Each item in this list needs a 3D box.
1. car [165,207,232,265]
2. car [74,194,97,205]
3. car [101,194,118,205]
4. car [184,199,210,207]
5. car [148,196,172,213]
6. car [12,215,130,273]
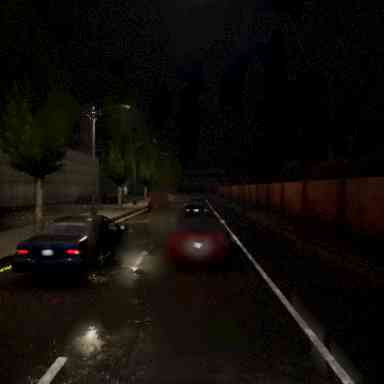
[{"bbox_3d":[0.211,1.429,11.218,1.994,1.385,4.181,0,1,1],"label":"car"},{"bbox_3d":[-14.519,1.022,45.451,1.994,1.385,4.181,0,1,1],"label":"car"},{"bbox_3d":[-11.019,1.021,45.528,1.994,1.385,4.181,0,1,1],"label":"car"},{"bbox_3d":[0.380,1.246,25.193,2.033,1.411,5.357,0,1,1],"label":"car"},{"bbox_3d":[-3.018,1.098,31.729,1.882,1.535,5.008,0,1,1],"label":"car"},{"bbox_3d":[-3.305,1.424,10.225,2.033,1.411,5.357,0,1,1],"label":"car"}]
